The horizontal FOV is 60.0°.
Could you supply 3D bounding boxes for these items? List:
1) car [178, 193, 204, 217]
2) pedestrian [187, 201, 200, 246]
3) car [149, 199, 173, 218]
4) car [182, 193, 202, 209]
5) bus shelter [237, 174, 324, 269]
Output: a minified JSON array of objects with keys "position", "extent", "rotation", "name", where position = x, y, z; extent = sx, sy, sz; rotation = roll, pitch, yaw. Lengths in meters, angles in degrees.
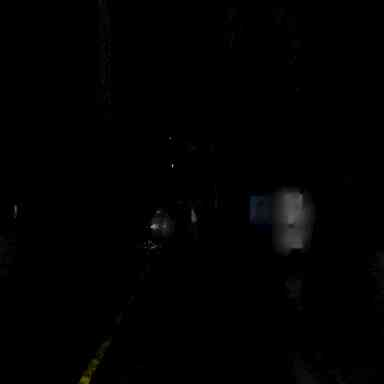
[{"position":[-0.087,1.156,30.376],"extent":[2.150,2.045,5.566],"rotation":[0,-1,0],"name":"car"},{"position":[0.087,1.265,13.582],"extent":[0.375,1.860,0.375],"rotation":[0,0,-10],"name":"pedestrian"},{"position":[-2.743,1.432,29.875],"extent":[2.128,1.511,4.902],"rotation":[0,0,0],"name":"car"},{"position":[0.064,1.131,44.981],"extent":[2.150,2.045,5.566],"rotation":[0,0,6],"name":"car"},{"position":[2.817,0.854,11.510],"extent":[1.920,2.740,3.880],"rotation":[0,0,0],"name":"bus shelter"}]
